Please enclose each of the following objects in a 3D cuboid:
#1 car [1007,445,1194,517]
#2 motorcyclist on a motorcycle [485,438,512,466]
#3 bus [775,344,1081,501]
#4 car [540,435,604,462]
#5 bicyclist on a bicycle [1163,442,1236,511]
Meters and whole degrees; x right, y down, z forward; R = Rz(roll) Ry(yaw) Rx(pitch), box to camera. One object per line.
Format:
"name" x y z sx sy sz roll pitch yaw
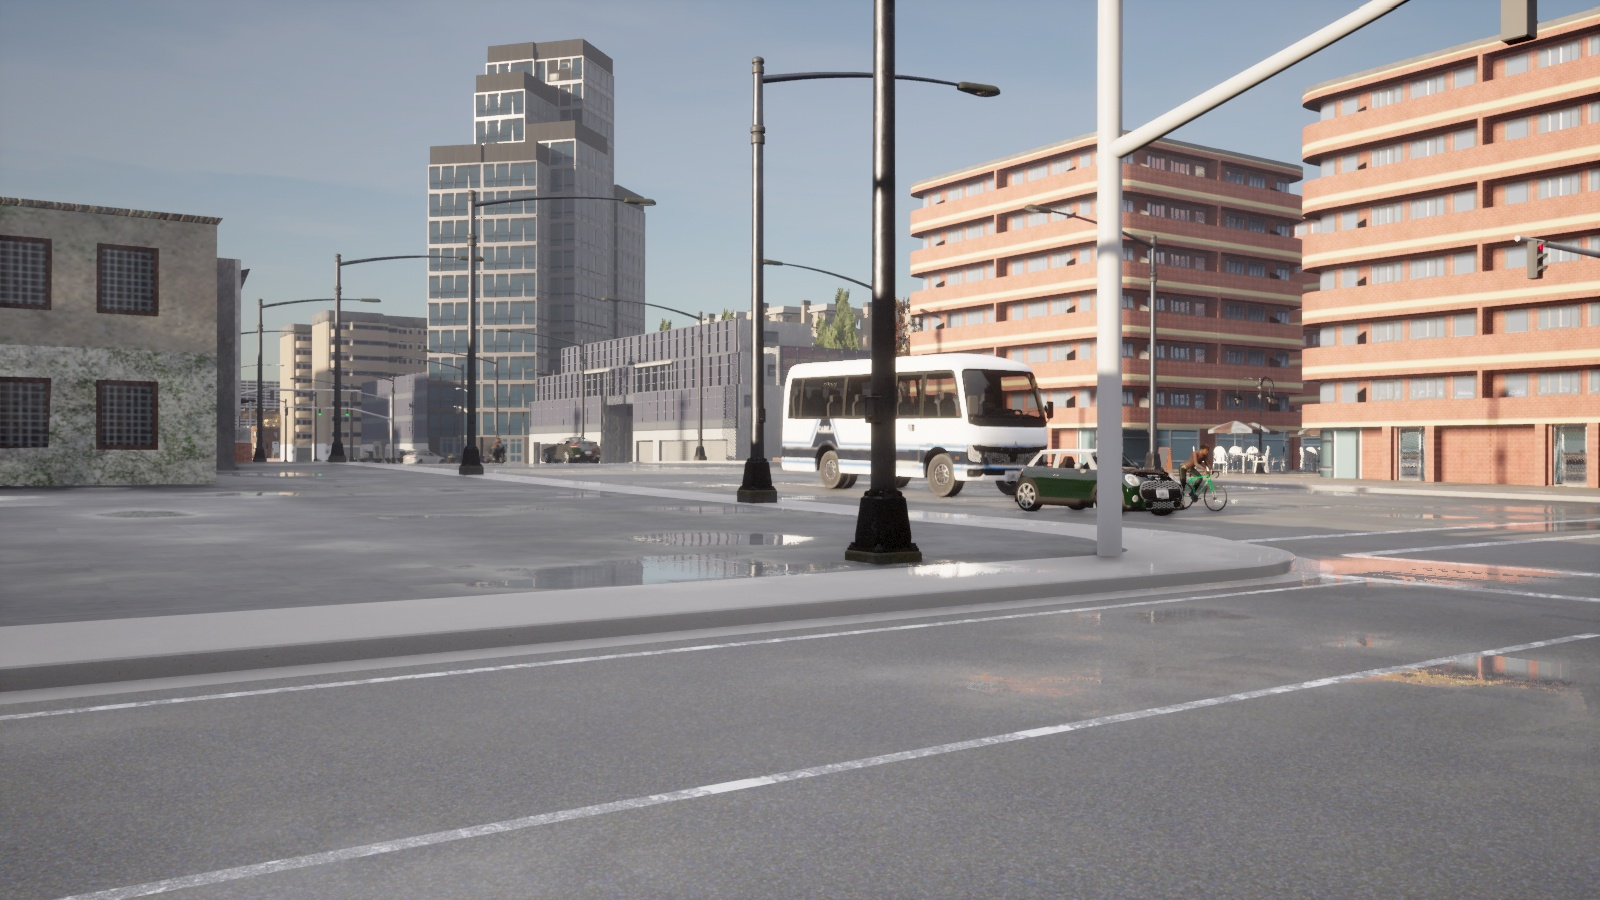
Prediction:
"car" 6.768 0.646 28.573 1.970 1.475 3.806 0 1 -33
"motorcyclist on a motorcycle" -16.934 0.102 70.426 0.797 1.523 2.044 0 0 -34
"bus" 3.641 -0.822 39.568 3.944 4.253 10.273 0 1 -34
"car" -14.405 -0.057 79.251 2.152 1.651 5.027 0 -1 -34
"bicyclist on a bicycle" 9.688 0.629 30.501 0.582 1.620 1.656 0 1 -34
